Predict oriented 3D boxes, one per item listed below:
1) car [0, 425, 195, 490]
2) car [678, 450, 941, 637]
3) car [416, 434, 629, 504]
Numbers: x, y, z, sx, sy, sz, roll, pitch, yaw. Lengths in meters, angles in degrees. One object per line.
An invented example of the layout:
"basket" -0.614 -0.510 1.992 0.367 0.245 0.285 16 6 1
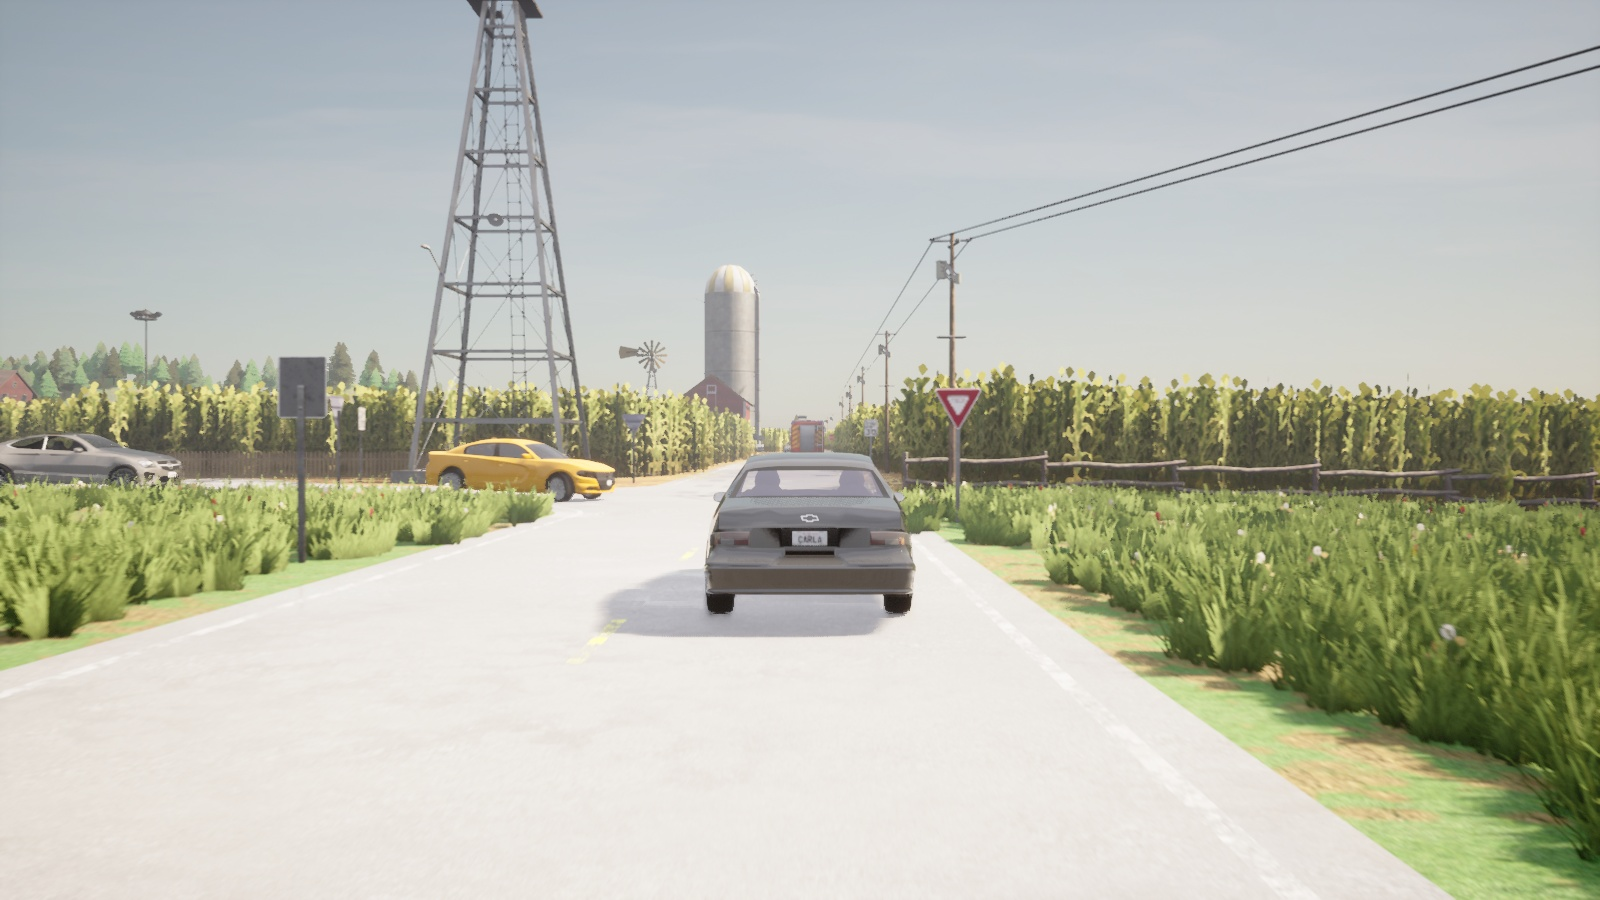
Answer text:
"car" -19.019 0.183 33.187 5.027 1.651 2.152 0 0 1
"car" 0.087 0.724 12.367 2.033 1.411 5.357 0 0 0
"car" -7.088 0.452 32.068 5.008 1.535 1.882 2 0 19
